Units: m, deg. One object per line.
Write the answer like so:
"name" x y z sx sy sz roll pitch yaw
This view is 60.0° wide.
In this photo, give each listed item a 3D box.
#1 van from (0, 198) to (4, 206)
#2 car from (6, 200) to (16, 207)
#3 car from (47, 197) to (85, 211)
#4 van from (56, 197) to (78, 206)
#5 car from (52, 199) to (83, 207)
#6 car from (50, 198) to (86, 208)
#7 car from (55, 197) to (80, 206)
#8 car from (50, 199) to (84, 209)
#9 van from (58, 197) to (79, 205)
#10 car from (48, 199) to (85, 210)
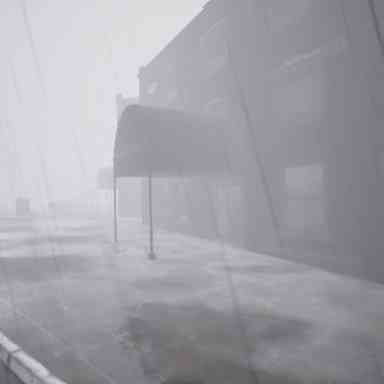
"van" -49.172 2.549 81.219 4.442 1.987 1.878 -2 -1 -40
"car" -40.762 2.643 76.600 1.895 1.301 4.718 -1 -1 -20
"car" -17.321 1.745 45.927 4.892 1.521 2.231 0 -1 -40
"van" -28.546 2.040 76.133 4.442 1.987 1.878 0 -1 -40
"car" -23.383 2.027 62.443 4.892 1.521 2.231 0 -1 -40
"car" -21.231 1.930 57.061 5.366 1.575 1.946 0 -1 -40
"car" -26.407 2.043 70.722 4.553 1.767 2.185 0 -1 -40
"car" -20.352 1.925 54.183 4.674 1.452 2.002 0 -1 -40
"van" -30.399 2.146 81.796 4.442 1.987 1.878 0 -1 -40
"car" -19.336 1.839 51.433 4.892 1.521 2.231 0 -1 -40
